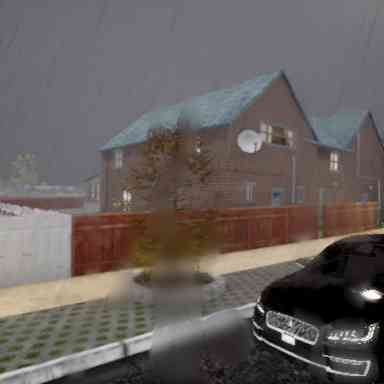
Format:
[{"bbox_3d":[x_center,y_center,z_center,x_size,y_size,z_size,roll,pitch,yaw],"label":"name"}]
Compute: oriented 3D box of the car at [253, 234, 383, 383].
[{"bbox_3d":[3.086,1.521,5.469,4.892,1.490,1.837,0,0,-37],"label":"car"}]
